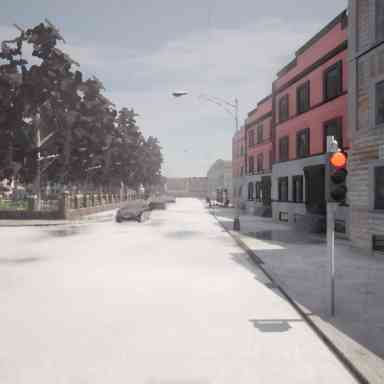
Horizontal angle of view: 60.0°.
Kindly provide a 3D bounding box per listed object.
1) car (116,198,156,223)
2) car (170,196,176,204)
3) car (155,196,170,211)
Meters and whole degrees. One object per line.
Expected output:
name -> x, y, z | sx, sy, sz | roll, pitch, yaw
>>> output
car -> -4.334, 1.505, 25.452 | 1.837, 1.490, 4.892 | 0, 0, 5
car -> -4.039, 1.548, 63.971 | 2.033, 1.411, 5.357 | 0, 0, 1
car -> -4.106, 1.478, 41.260 | 1.882, 1.535, 5.008 | 0, 0, 0
